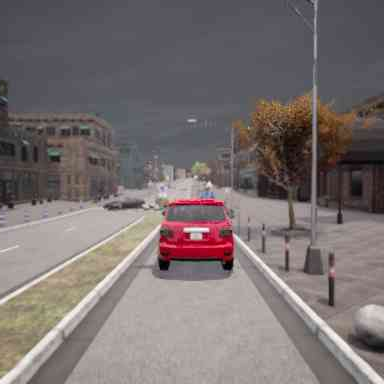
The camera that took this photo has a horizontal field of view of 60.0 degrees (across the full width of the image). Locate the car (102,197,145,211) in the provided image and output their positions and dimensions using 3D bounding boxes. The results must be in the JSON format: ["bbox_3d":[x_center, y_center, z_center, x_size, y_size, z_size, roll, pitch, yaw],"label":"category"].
[{"bbox_3d":[-7.449,1.265,37.131,2.033,1.411,5.357,1,2,31],"label":"car"}]

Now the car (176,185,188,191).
[{"bbox_3d":[-2.197,-0.730,81.667,1.812,1.442,4.674,0,2,0],"label":"car"}]

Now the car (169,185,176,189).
[{"bbox_3d":[-5.204,-1.335,91.655,1.882,1.535,5.008,0,2,0],"label":"car"}]

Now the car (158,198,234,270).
[{"bbox_3d":[0.116,1.245,11.265,2.150,2.045,5.566,0,0,0],"label":"car"}]

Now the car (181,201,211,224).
[{"bbox_3d":[0.425,1.538,26.514,2.033,1.411,5.357,0,1,4],"label":"car"}]

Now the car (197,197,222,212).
[{"bbox_3d":[1.812,1.312,36.022,1.994,1.385,4.181,0,2,-6],"label":"car"}]
